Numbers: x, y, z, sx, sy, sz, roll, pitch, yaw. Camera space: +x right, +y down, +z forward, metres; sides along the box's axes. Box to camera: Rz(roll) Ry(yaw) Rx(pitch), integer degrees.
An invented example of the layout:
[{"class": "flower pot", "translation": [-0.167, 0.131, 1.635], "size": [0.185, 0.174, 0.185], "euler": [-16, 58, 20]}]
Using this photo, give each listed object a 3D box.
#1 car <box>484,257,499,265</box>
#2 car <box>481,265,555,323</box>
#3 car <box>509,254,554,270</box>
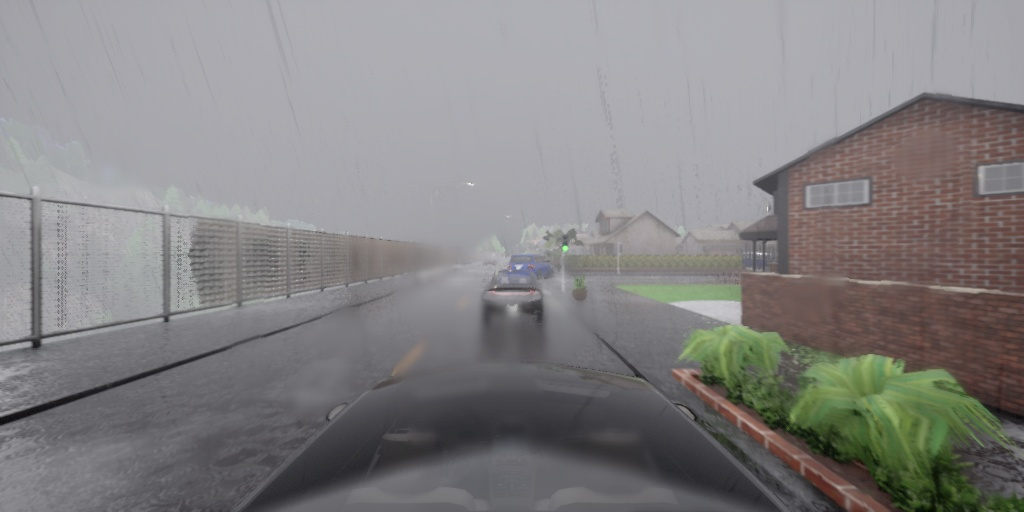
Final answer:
[{"class": "car", "translation": [-4.001, 1.109, 65.123], "size": [1.994, 1.385, 4.181], "euler": [0, 0, 1]}, {"class": "car", "translation": [0.062, 1.209, 11.918], "size": [2.128, 1.511, 4.902], "euler": [0, 0, 0]}, {"class": "car", "translation": [1.499, 0.892, 26.907], "size": [2.150, 2.045, 5.566], "euler": [-1, 0, 22]}]
